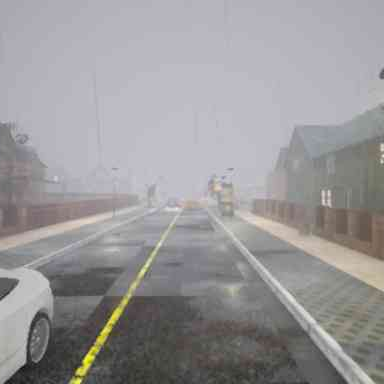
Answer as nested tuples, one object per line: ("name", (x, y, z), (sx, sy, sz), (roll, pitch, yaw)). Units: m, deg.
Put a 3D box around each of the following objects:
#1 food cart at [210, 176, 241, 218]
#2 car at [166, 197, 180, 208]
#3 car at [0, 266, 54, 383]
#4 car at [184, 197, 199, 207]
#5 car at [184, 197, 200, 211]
("food cart", (2.961, 0.463, 30.286), (2.280, 3.560, 4.660), (-1, -1, 0))
("car", (-2.807, 1.516, 49.742), (2.128, 1.511, 4.902), (0, 0, 1))
("car", (-2.852, 1.524, 3.005), (1.812, 1.442, 4.674), (0, 0, 0))
("car", (-0.032, 1.539, 54.500), (1.837, 1.490, 4.892), (0, 0, 8))
("car", (-0.007, 1.487, 41.680), (1.882, 1.535, 5.008), (0, 0, 0))
